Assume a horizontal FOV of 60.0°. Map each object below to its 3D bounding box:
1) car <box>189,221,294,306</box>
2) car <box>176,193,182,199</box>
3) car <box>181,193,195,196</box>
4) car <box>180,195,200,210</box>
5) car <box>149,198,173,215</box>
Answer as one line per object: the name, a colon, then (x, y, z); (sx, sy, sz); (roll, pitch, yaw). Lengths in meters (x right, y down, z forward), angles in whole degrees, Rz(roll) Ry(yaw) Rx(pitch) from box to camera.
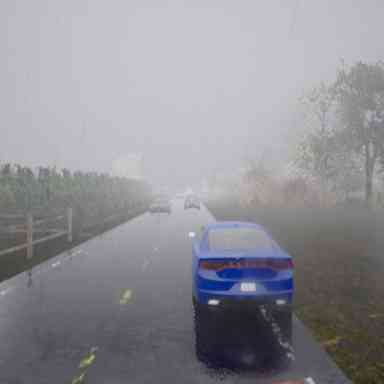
car: (0.945, 1.443, 8.081); (1.882, 1.535, 5.008); (0, 0, 0)
car: (-2.964, 1.027, 81.752); (1.882, 1.535, 5.008); (0, 0, 0)
car: (-0.108, 1.108, 49.320); (2.097, 1.767, 4.553); (0, 0, 0)
car: (0.004, 1.360, 39.274); (2.033, 1.411, 5.357); (0, 0, 0)
car: (-2.917, 1.356, 31.736); (1.837, 1.490, 4.892); (0, 0, 0)
